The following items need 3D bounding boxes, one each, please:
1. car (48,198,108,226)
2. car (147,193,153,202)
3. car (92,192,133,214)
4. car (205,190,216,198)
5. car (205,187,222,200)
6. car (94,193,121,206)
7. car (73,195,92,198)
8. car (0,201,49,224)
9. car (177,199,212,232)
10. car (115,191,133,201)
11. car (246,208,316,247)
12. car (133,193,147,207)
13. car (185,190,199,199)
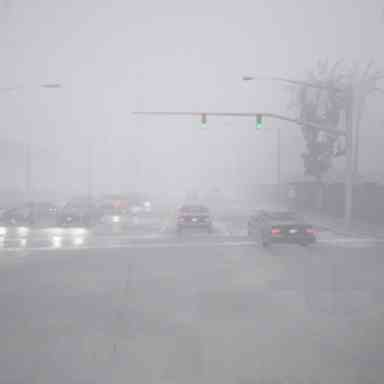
[{"bbox_3d":[-7.077,1.322,21.130,1.994,1.385,4.181,0,1,0],"label":"car"},{"bbox_3d":[-6.981,0.746,49.639,1.895,1.301,4.718,0,2,0],"label":"car"},{"bbox_3d":[-7.031,0.955,29.803,2.097,1.767,4.553,0,1,0],"label":"car"},{"bbox_3d":[3.525,0.359,64.417,1.895,1.301,4.718,0,2,0],"label":"car"},{"bbox_3d":[3.521,0.268,53.680,2.150,2.045,5.566,0,2,0],"label":"car"},{"bbox_3d":[-10.484,0.892,41.731,2.033,1.411,5.357,0,1,0],"label":"car"},{"bbox_3d":[-10.509,1.068,31.868,1.837,1.490,4.892,0,1,0],"label":"car"},{"bbox_3d":[-10.578,1.285,22.336,2.033,1.411,5.357,0,1,0],"label":"car"},{"bbox_3d":[0.110,1.355,18.500,2.033,1.411,5.357,0,1,0],"label":"car"},{"bbox_3d":[-10.480,0.651,51.711,1.994,1.385,4.181,0,2,0],"label":"car"},{"bbox_3d":[3.606,1.417,14.363,2.033,1.411,5.357,0,1,0],"label":"car"},{"bbox_3d":[-6.984,0.902,39.656,1.837,1.490,4.892,0,1,0],"label":"car"},{"bbox_3d":[0.021,0.391,53.824,2.097,1.767,4.553,0,2,0],"label":"car"}]
